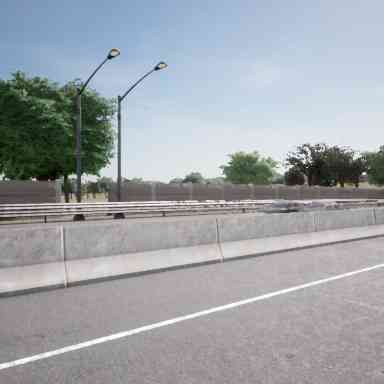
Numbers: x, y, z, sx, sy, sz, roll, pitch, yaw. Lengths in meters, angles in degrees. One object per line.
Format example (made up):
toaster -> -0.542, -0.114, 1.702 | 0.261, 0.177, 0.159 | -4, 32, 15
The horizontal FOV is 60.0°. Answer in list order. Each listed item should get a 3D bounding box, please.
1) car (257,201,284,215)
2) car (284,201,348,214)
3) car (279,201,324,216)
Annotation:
car -> 7.258, 1.514, 26.391 | 4.892, 1.490, 1.837 | 0, 0, -36
car -> 9.078, 1.501, 23.390 | 4.902, 1.511, 2.128 | 0, 0, -36
car -> 11.057, 1.632, 33.401 | 4.718, 1.301, 1.895 | 0, 0, -36
